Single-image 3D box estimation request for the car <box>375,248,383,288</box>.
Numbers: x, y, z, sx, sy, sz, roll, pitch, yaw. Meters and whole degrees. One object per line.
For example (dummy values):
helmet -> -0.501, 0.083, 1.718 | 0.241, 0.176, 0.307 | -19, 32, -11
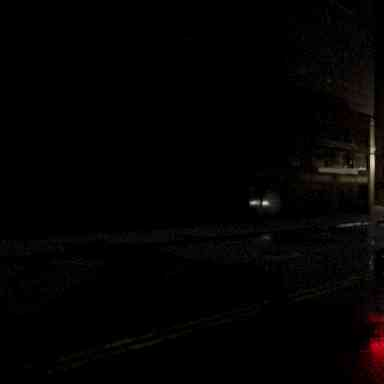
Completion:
car -> 6.193, 1.524, 7.836 | 4.892, 1.490, 1.837 | 0, 0, -35
